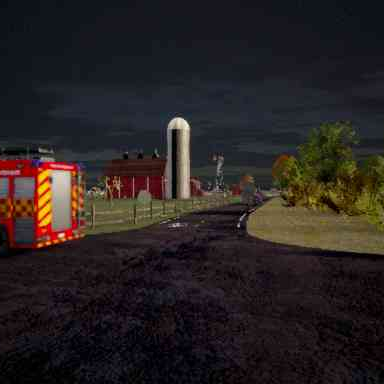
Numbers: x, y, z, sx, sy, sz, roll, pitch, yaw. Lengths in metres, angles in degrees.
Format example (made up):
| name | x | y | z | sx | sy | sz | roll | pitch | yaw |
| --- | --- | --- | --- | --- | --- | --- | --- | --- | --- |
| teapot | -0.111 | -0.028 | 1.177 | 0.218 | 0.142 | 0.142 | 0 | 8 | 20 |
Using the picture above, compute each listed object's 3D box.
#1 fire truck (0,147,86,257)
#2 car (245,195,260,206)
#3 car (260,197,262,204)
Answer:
| name | x | y | z | sx | sy | sz | roll | pitch | yaw |
| --- | --- | --- | --- | --- | --- | --- | --- | --- | --- |
| fire truck | -8.787 | 0.334 | 13.409 | 8.468 | 3.827 | 2.891 | 0 | 1 | 14 |
| car | 9.965 | 1.498 | 55.947 | 1.837 | 1.490 | 4.892 | 0 | 0 | 15 |
| car | 12.690 | 1.358 | 65.977 | 2.097 | 1.767 | 4.553 | 0 | 0 | 15 |
